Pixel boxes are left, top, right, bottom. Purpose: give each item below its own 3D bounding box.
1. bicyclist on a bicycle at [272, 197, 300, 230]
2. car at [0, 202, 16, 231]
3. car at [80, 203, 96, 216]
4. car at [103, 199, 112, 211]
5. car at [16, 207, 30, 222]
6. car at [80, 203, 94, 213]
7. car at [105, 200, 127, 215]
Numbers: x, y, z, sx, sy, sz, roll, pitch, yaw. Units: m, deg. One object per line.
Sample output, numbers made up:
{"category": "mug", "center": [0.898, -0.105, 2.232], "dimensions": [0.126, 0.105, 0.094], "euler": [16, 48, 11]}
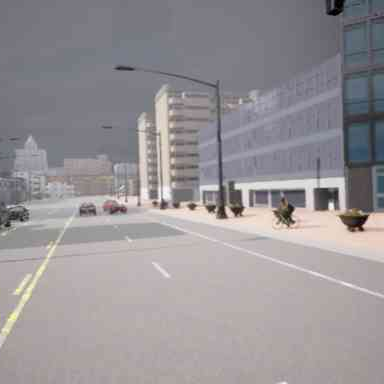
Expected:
{"category": "bicyclist on a bicycle", "center": [4.744, 1.097, 16.849], "dimensions": [1.656, 1.620, 0.582], "euler": [-3, 0, -18]}
{"category": "car", "center": [-15.248, 1.852, 25.088], "dimensions": [2.150, 2.045, 5.566], "euler": [-2, 0, -19]}
{"category": "car", "center": [-12.655, 2.086, 40.392], "dimensions": [2.128, 1.511, 4.902], "euler": [-2, 0, -18]}
{"category": "car", "center": [-12.393, 1.983, 50.862], "dimensions": [2.097, 1.767, 4.553], "euler": [-2, 0, -18]}
{"category": "car", "center": [-18.362, 2.278, 34.848], "dimensions": [1.882, 1.535, 5.008], "euler": [-2, 0, -17]}
{"category": "car", "center": [-15.895, 2.371, 50.368], "dimensions": [1.895, 1.301, 4.718], "euler": [-2, 0, -18]}
{"category": "car", "center": [-9.332, 2.067, 41.497], "dimensions": [1.895, 1.301, 4.718], "euler": [-2, 0, -18]}
